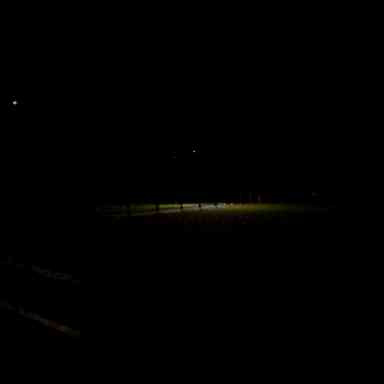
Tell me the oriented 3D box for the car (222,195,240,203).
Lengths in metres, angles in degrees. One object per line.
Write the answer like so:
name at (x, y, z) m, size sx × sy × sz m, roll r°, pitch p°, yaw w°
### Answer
car at (6.568, 1.173, 55.908) m, size 1.994 × 1.385 × 4.181 m, roll 0°, pitch 0°, yaw 31°
